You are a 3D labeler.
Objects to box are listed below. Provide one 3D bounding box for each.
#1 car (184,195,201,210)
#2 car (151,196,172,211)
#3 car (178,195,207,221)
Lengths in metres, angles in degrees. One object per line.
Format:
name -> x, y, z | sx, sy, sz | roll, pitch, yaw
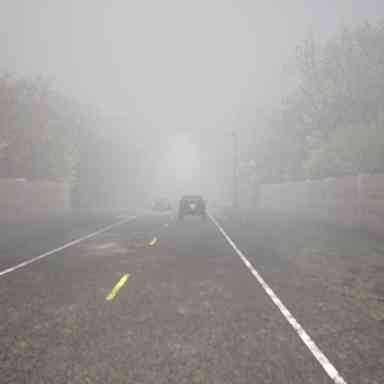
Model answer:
car -> 0.081, 1.337, 43.348 | 2.097, 1.767, 4.553 | 0, 0, 0
car -> -3.575, 1.333, 39.735 | 2.097, 1.767, 4.553 | 0, 1, 0
car -> 0.035, 1.226, 27.607 | 2.150, 2.045, 5.566 | 0, 0, 0
